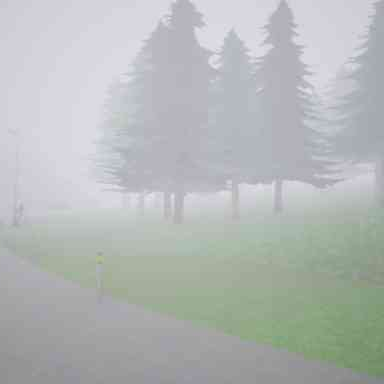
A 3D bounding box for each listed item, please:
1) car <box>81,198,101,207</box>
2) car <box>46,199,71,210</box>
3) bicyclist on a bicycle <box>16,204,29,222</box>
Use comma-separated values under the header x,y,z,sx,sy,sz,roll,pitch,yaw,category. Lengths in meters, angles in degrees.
x,y,z,sx,sy,sz,roll,pitch,yaw,category
-19.475,1.952,64.321,2.097,1.767,4.553,1,1,14,car
-21.776,2.014,54.405,2.097,1.767,4.553,1,0,13,car
-15.546,1.912,30.229,1.656,1.620,0.582,-2,-1,14,bicyclist on a bicycle
